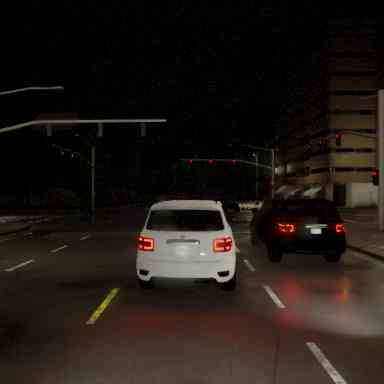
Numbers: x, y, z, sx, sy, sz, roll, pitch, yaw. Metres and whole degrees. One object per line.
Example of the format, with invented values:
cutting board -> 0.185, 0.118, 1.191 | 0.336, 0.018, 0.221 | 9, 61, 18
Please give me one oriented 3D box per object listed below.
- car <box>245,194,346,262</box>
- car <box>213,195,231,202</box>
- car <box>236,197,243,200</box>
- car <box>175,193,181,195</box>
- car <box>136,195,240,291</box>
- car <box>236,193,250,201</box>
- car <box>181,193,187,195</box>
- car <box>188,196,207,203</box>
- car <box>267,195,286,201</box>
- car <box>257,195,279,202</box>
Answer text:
car -> 3.588, 1.221, 12.245 | 2.150, 2.045, 5.566 | 0, 0, 0
car -> 7.277, 1.500, 79.999 | 1.837, 1.490, 4.892 | 0, 0, 42
car -> 2.214, 1.496, 33.161 | 5.008, 1.535, 1.882 | 0, 0, 0
car -> -3.297, 1.352, 51.962 | 2.097, 1.767, 4.553 | 0, 0, 3
car -> 0.024, 1.221, 9.222 | 2.150, 2.045, 5.566 | 0, 0, 4
car -> 13.140, 1.225, 80.799 | 5.566, 2.045, 2.150 | 0, 0, -41
car -> -2.210, 1.221, 61.782 | 2.150, 2.045, 5.566 | 0, 0, 14
car -> 1.275, 1.540, 71.528 | 2.033, 1.411, 5.357 | 0, 0, 27
car -> 21.912, 1.524, 86.309 | 4.674, 1.442, 1.812 | 0, 0, -22
car -> 18.268, 1.540, 80.287 | 5.357, 1.411, 2.033 | 0, 0, -33
